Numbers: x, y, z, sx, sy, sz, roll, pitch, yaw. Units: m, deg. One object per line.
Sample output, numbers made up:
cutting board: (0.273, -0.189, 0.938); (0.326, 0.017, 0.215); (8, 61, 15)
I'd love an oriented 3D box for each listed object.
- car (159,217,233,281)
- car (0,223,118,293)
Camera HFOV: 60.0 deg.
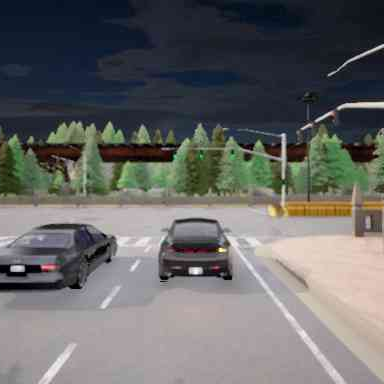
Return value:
car: (0.116, 1.510, 9.832); (1.837, 1.490, 4.892); (0, 0, 1)
car: (-3.434, 1.552, 9.024); (2.033, 1.411, 5.357); (0, 0, 0)
